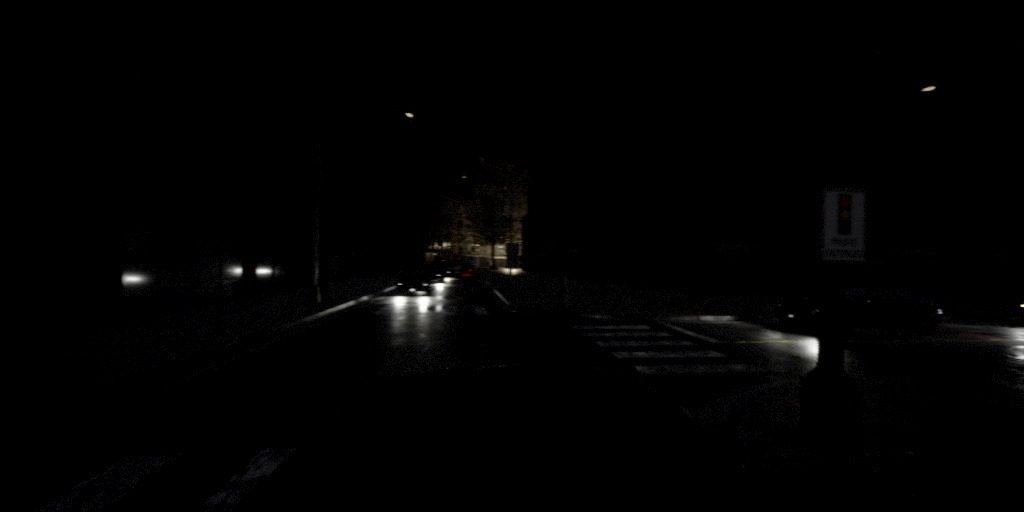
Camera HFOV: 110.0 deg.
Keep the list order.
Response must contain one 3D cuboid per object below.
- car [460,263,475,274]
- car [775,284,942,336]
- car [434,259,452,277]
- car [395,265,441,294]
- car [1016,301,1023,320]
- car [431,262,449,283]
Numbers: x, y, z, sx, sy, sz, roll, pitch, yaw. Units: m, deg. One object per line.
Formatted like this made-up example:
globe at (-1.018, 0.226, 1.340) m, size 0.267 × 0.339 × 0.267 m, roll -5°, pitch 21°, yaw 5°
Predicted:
car at (-6.680, 1.848, 53.349) m, size 1.837 × 1.490 × 4.892 m, roll 2°, pitch -1°, yaw -7°
car at (10.968, 1.634, 11.414) m, size 4.674 × 1.442 × 1.812 m, roll 1°, pitch -1°, yaw -7°
car at (-8.233, 1.350, 42.298) m, size 2.150 × 2.045 × 5.566 m, roll 2°, pitch -1°, yaw -7°
car at (-5.638, 1.432, 21.527) m, size 2.033 × 1.411 × 5.357 m, roll 2°, pitch -1°, yaw -9°
car at (20.980, 1.946, 12.703) m, size 4.718 × 1.301 × 1.895 m, roll 1°, pitch -1°, yaw -7°
car at (-6.929, 1.509, 31.855) m, size 1.837 × 1.490 × 4.892 m, roll 2°, pitch -1°, yaw -7°
